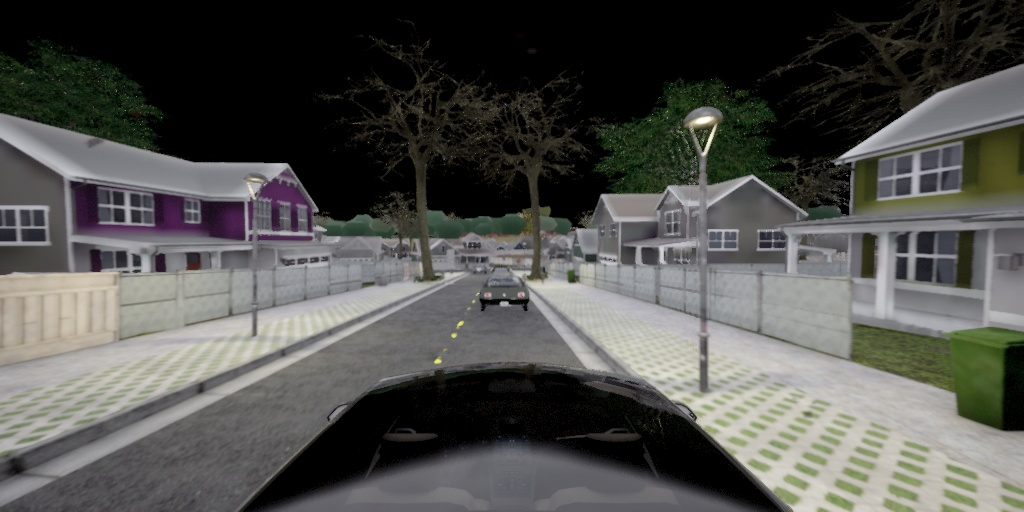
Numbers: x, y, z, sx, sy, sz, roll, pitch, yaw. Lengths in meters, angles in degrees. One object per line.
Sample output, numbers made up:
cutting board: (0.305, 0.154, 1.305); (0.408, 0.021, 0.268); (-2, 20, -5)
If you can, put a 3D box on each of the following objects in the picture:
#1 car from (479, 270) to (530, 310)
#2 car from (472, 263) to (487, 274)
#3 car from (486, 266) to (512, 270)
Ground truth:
car: (-0.340, 1.460, 15.203); (1.895, 1.301, 4.718); (0, 0, -2)
car: (-4.472, 1.764, 50.384); (2.128, 1.511, 4.902); (0, -1, -2)
car: (-0.922, 1.591, 30.530); (1.994, 1.385, 4.181); (0, -1, -2)
